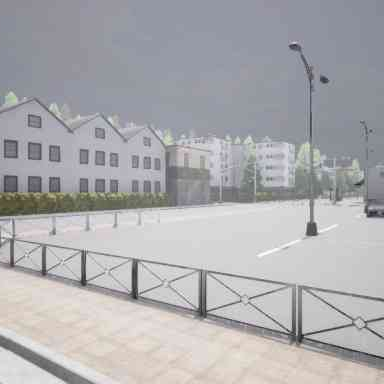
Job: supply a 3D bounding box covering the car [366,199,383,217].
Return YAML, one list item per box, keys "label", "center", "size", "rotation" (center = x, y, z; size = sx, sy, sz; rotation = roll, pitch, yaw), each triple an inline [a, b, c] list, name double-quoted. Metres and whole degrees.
- label: "car"
  center: [15.380, 1.298, 26.835]
  size: [2.007, 1.523, 4.514]
  rotation: [0, 0, 35]
